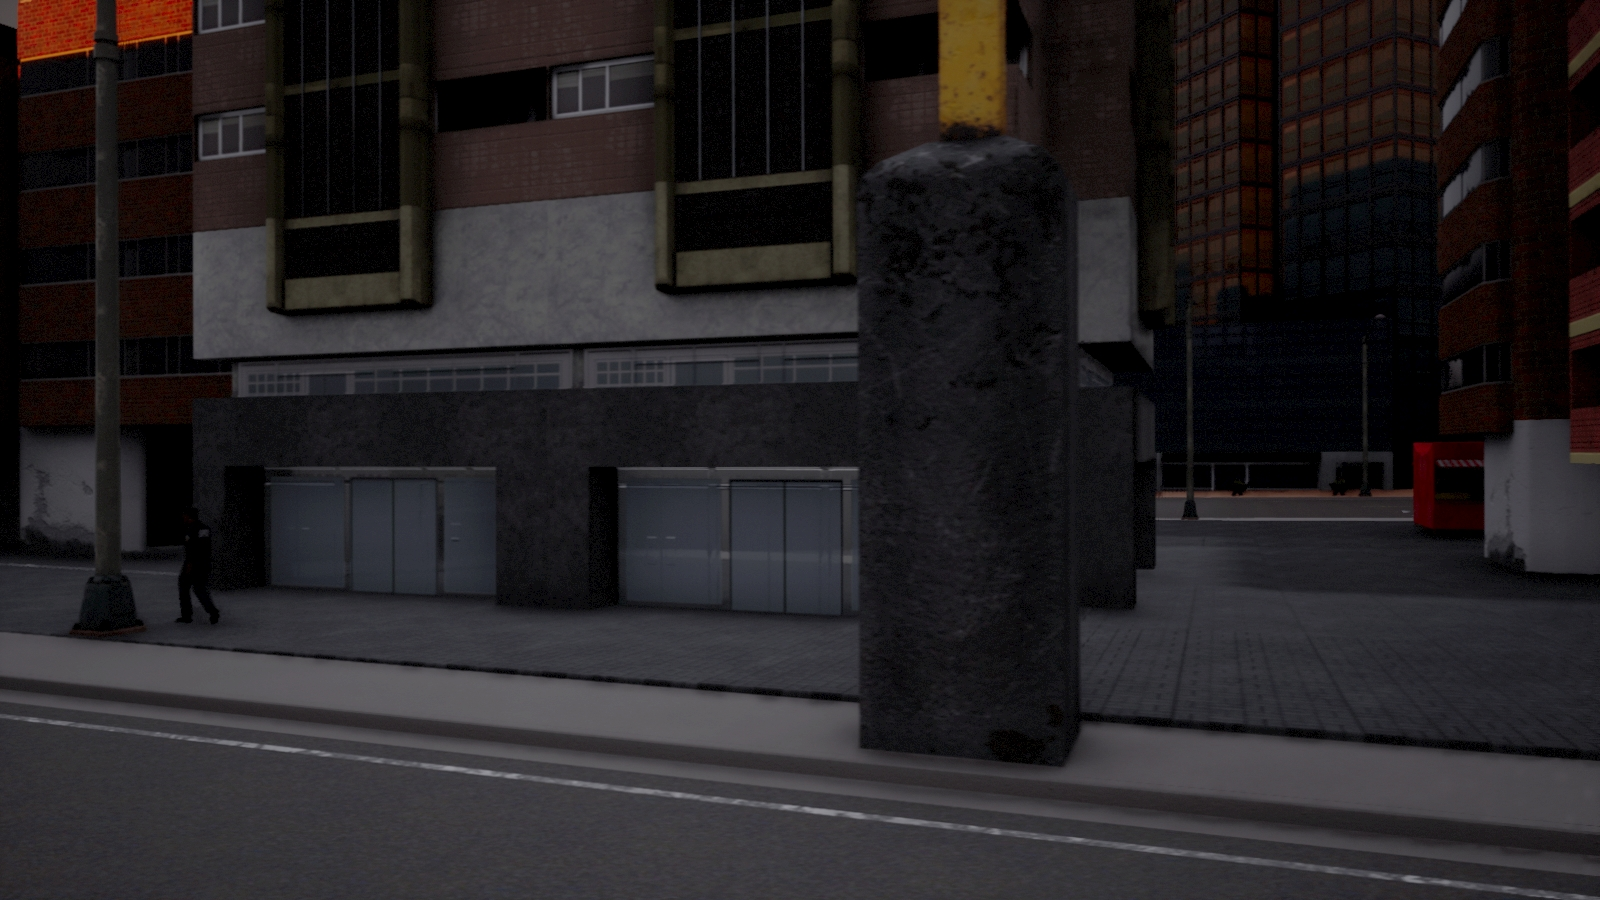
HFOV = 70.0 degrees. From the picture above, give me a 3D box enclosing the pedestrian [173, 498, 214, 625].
[{"bbox_3d":[-9.111,1.656,17.168,0.375,1.860,0.375,0,0,22],"label":"pedestrian"}]
